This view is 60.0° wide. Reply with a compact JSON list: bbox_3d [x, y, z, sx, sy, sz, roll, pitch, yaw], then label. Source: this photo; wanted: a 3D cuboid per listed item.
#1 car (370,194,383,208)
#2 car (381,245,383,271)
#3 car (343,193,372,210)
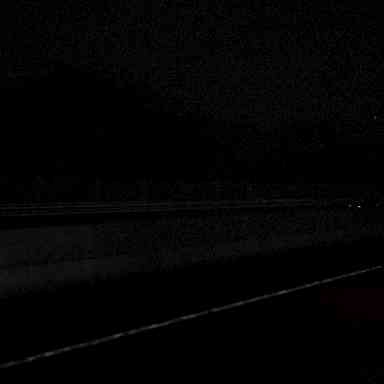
[{"bbox_3d":[21.706,1.323,35.811,4.553,1.767,2.097,0,0,-33],"label":"car"},{"bbox_3d":[6.725,1.486,8.455,4.902,1.511,2.128,0,0,-35],"label":"car"},{"bbox_3d":[20.103,1.191,38.953,5.566,2.045,2.150,0,0,-33],"label":"car"}]
